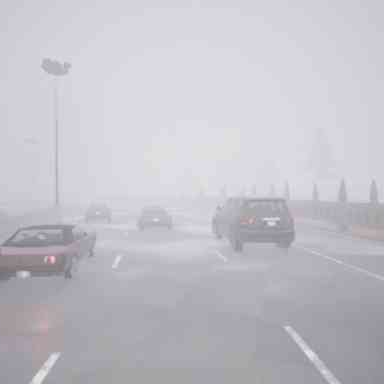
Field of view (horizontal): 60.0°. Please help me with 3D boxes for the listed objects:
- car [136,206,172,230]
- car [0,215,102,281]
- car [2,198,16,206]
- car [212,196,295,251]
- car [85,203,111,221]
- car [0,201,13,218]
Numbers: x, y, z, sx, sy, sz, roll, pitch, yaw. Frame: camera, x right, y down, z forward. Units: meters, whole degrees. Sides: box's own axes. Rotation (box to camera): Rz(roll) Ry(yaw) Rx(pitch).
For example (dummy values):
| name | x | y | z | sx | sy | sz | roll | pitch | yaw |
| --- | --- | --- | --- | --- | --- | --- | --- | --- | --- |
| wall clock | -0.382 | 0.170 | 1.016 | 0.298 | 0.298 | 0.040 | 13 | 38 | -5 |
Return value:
| name | x | y | z | sx | sy | sz | roll | pitch | yaw |
| --- | --- | --- | --- | --- | --- | --- | --- | --- | --- |
| car | -2.471 | 1.542 | 20.969 | 1.994 | 1.385 | 4.181 | 0 | 0 | -12 |
| car | -4.105 | 1.600 | 9.851 | 1.895 | 1.301 | 4.718 | 0 | 0 | -6 |
| car | -32.215 | 1.792 | 58.257 | 1.994 | 1.385 | 4.181 | 0 | 0 | -39 |
| car | 2.378 | 1.183 | 14.146 | 2.150 | 2.045 | 5.566 | 0 | 0 | -8 |
| car | -7.599 | 1.568 | 26.895 | 1.994 | 1.385 | 4.181 | 0 | 0 | -16 |
| car | -13.680 | 1.567 | 22.034 | 1.812 | 1.442 | 4.674 | 0 | 0 | -15 |
